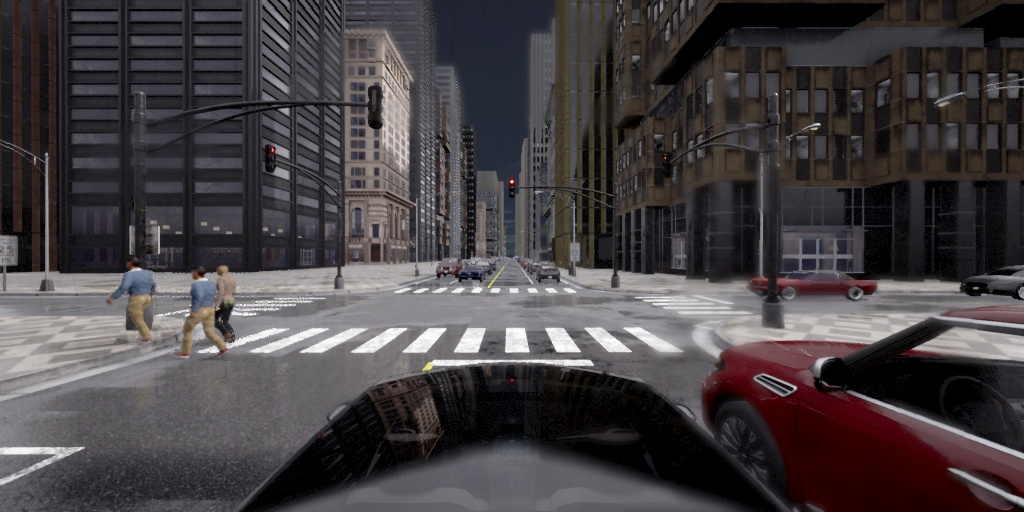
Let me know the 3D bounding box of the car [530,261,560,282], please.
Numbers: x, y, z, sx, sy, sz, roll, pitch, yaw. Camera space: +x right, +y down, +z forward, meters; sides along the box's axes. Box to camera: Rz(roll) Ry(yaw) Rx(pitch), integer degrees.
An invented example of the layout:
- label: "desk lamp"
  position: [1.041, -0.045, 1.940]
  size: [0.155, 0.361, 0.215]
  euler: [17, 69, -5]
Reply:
- label: "car"
  position: [2.768, 1.302, 28.211]
  size: [2.007, 1.370, 4.403]
  euler: [0, 0, 0]

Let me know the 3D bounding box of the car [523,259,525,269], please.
- label: "car"
  position: [2.771, 1.300, 45.133]
  size: [1.888, 1.381, 4.507]
  euler: [0, 0, 0]

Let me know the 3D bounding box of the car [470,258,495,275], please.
- label: "car"
  position: [-3.093, 1.279, 38.437]
  size: [1.812, 1.442, 4.674]
  euler: [0, 0, 0]

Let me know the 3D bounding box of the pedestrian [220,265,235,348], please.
- label: "pedestrian"
  position: [-6.473, 1.046, 8.085]
  size: [0.375, 1.860, 0.375]
  euler: [0, 0, 0]

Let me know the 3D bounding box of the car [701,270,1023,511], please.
- label: "car"
  position: [2.763, 1.065, 1.238]
  size: [2.192, 1.841, 5.009]
  euler: [0, 0, 0]

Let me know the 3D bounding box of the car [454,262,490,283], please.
- label: "car"
  position: [-3.094, 1.352, 28.469]
  size: [1.895, 1.301, 4.718]
  euler: [0, 0, 0]

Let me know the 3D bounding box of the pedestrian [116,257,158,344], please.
- label: "pedestrian"
  position: [-7.813, 0.893, 7.485]
  size: [0.375, 1.860, 0.375]
  euler: [0, 0, 0]

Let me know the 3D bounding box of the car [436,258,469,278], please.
- label: "car"
  position: [-5.756, 1.067, 33.844]
  size: [2.192, 1.841, 5.009]
  euler: [0, 0, 0]

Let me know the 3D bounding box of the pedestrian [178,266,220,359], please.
- label: "pedestrian"
  position: [-5.989, 1.044, 6.877]
  size: [0.375, 1.860, 0.375]
  euler: [0, 0, 0]

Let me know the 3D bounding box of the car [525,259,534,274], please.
- label: "car"
  position: [2.770, 1.304, 39.493]
  size: [2.007, 1.370, 4.403]
  euler: [0, 0, 0]

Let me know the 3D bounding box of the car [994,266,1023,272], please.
- label: "car"
  position: [23.665, 1.194, 16.434]
  size: [4.892, 1.490, 1.837]
  euler: [-1, 0, 0]

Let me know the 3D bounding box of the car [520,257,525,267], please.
- label: "car"
  position: [2.774, 1.199, 56.414]
  size: [1.967, 1.591, 4.097]
  euler: [0, 0, 0]

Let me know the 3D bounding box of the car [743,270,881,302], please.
- label: "car"
  position: [13.522, 1.314, 16.386]
  size: [4.718, 1.301, 1.895]
  euler: [0, 0, 0]

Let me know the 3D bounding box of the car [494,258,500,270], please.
- label: "car"
  position: [-3.083, 1.304, 48.806]
  size: [2.033, 1.411, 5.357]
  euler: [0, 0, 0]

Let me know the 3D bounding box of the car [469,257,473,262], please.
- label: "car"
  position: [-5.755, 1.193, 39.486]
  size: [1.967, 1.591, 4.097]
  euler: [0, 0, 0]
